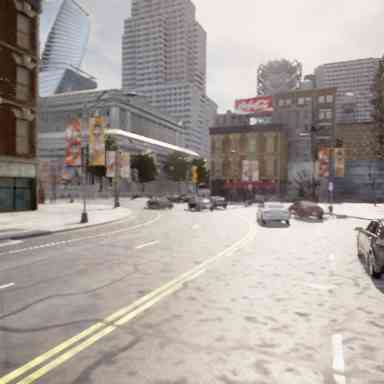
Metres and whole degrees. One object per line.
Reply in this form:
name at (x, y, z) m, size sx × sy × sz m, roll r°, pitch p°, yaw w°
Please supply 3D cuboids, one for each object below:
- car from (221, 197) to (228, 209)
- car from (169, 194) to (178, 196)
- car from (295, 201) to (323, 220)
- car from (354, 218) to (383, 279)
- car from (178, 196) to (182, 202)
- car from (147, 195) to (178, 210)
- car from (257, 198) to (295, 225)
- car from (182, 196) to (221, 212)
car at (2.698, 1.296, 41.624) m, size 2.128 × 1.511 × 4.902 m, roll 0°, pitch 0°, yaw -22°
car at (-3.952, 1.158, 62.297) m, size 4.674 × 1.452 × 2.002 m, roll 1°, pitch 0°, yaw 42°
car at (9.343, 1.461, 27.680) m, size 1.812 × 1.442 × 4.674 m, roll 1°, pitch 0°, yaw -1°
car at (6.020, 1.503, 9.694) m, size 1.837 × 1.490 × 4.892 m, roll 1°, pitch 0°, yaw 21°
car at (0.124, 1.290, 58.270) m, size 1.895 × 1.301 × 4.718 m, roll 0°, pitch 0°, yaw -38°
car at (-3.827, 1.307, 39.119) m, size 2.033 × 1.411 × 5.357 m, roll 0°, pitch 0°, yaw -24°
car at (5.739, 1.449, 23.713) m, size 1.812 × 1.442 × 4.674 m, roll 1°, pitch 1°, yaw 5°
car at (0.932, 1.309, 36.014) m, size 2.128 × 1.511 × 4.902 m, roll 1°, pitch 0°, yaw -17°
